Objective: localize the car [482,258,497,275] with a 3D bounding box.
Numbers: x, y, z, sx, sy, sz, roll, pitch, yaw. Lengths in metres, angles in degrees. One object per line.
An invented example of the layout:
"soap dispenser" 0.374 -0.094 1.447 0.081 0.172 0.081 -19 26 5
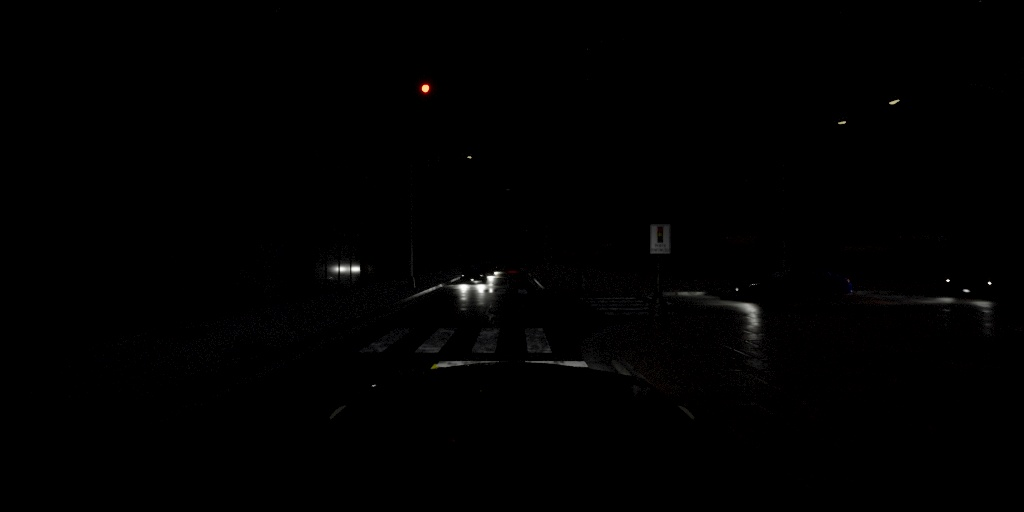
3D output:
"car" -2.875 1.268 38.451 1.837 1.490 4.892 0 0 0

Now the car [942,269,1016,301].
"car" 22.432 1.219 15.970 4.718 1.301 1.895 0 0 0

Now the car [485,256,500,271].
"car" -2.873 0.996 48.973 2.150 2.045 5.566 0 0 0

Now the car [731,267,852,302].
"car" 12.333 1.197 15.938 4.674 1.442 1.812 0 0 0

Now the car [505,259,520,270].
"car" 0.062 1.286 54.550 1.837 1.490 4.892 0 0 0

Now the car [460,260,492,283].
"car" -2.883 1.303 28.043 2.033 1.411 5.357 0 0 -1
